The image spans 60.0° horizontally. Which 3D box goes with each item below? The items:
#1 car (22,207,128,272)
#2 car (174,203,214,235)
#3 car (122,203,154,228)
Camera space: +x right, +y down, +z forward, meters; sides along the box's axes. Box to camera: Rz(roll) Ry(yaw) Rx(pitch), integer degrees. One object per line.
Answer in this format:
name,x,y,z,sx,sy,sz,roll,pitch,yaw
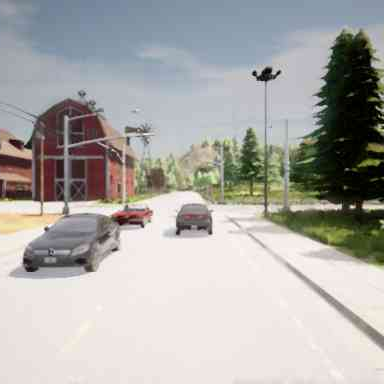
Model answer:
car,-3.496,1.414,10.557,1.812,1.442,4.674,0,0,0
car,0.111,1.321,17.553,1.837,1.490,4.892,0,1,0
car,-3.517,1.388,20.304,1.895,1.301,4.718,0,1,1
